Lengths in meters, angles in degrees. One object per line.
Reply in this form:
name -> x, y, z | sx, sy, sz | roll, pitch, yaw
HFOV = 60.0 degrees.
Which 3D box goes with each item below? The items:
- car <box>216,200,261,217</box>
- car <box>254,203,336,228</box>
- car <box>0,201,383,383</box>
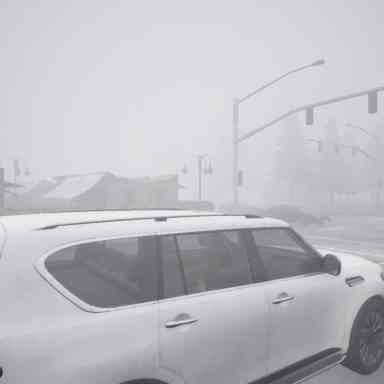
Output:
car -> 4.490, 1.564, 32.645 | 1.994, 1.385, 4.181 | 0, 0, -37
car -> 7.027, 1.547, 23.407 | 2.033, 1.411, 5.357 | 0, 0, -36
car -> 0.183, 1.221, 3.944 | 5.566, 2.045, 2.150 | 0, 0, -35
